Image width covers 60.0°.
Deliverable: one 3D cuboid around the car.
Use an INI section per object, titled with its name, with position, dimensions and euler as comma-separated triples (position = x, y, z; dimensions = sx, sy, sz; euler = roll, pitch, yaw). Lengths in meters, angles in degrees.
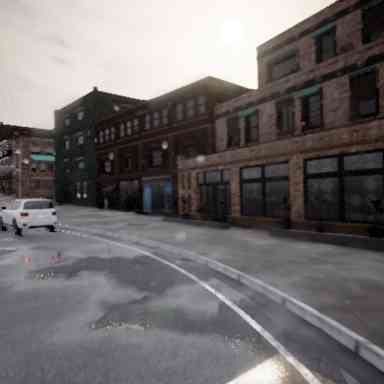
[car]
position = -10.196, 1.430, 20.618
dimensions = 2.150, 2.045, 5.566
euler = 0, -1, -41
